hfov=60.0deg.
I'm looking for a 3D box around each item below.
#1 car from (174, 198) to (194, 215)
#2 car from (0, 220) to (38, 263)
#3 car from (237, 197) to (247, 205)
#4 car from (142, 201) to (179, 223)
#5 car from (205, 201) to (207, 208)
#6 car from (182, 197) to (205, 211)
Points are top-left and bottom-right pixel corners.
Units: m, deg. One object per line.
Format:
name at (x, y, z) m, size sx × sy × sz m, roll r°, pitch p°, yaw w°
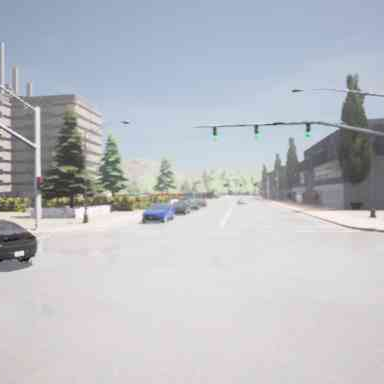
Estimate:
car at (-1.332, 1.770, 37.556) m, size 1.882 × 1.535 × 5.008 m, roll -1°, pitch 0°, yaw 8°
car at (-7.428, 1.703, 11.476) m, size 4.892 × 1.490 × 1.837 m, roll -1°, pitch -2°, yaw 30°
car at (10.329, 1.862, 68.784) m, size 1.812 × 1.442 × 4.674 m, roll -1°, pitch 0°, yaw 8°
car at (-2.750, 1.723, 28.067) m, size 1.882 × 1.535 × 5.008 m, roll -1°, pitch 0°, yaw 10°
car at (1.526, 1.951, 56.777) m, size 1.994 × 1.385 × 4.181 m, roll -1°, pitch 0°, yaw 8°
car at (0.120, 1.830, 47.148) m, size 2.128 × 1.511 × 4.902 m, roll -1°, pitch 0°, yaw 9°
